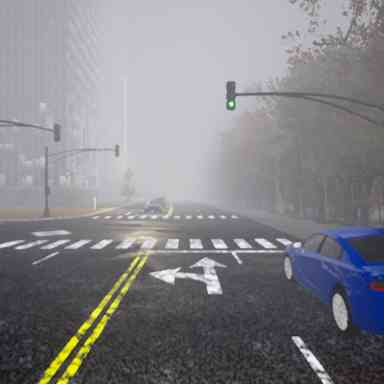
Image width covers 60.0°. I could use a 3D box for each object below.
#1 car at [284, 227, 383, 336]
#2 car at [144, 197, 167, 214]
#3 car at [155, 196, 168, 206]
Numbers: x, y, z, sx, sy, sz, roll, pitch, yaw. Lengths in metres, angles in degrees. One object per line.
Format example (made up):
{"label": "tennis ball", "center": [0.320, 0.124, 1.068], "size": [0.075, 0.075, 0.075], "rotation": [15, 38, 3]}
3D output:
{"label": "car", "center": [3.282, 1.441, 6.711], "size": [1.882, 1.535, 5.008], "rotation": [-3, -1, 1]}
{"label": "car", "center": [-4.138, 1.558, 36.396], "size": [2.033, 1.411, 5.357], "rotation": [0, 0, -2]}
{"label": "car", "center": [-5.231, 1.516, 57.636], "size": [2.128, 1.511, 4.902], "rotation": [0, 0, -3]}
